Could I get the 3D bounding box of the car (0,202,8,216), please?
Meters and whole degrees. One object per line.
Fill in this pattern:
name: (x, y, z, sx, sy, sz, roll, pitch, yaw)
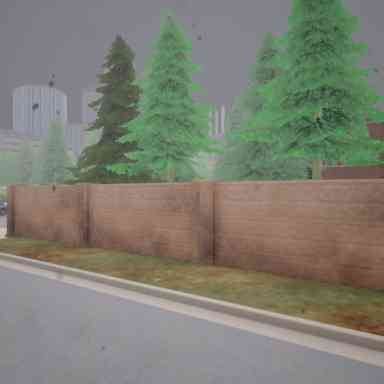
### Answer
car: (-17.472, 1.525, 33.034, 1.812, 1.442, 4.674, 0, 0, 35)
